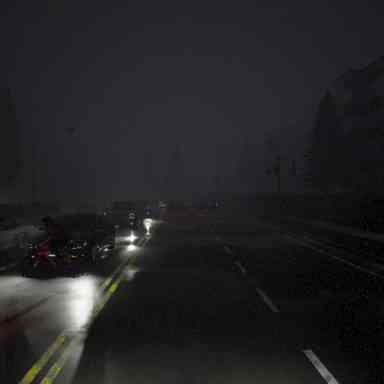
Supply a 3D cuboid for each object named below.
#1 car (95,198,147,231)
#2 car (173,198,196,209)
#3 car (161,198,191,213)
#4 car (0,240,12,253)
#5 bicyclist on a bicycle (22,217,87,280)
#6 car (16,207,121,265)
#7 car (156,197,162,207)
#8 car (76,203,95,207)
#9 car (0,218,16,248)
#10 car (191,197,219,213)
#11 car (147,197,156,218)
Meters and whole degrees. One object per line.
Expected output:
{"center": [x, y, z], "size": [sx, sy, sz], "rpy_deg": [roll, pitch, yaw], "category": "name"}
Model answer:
{"center": [-4.258, 1.352, 20.715], "size": [2.097, 1.767, 4.553], "rpy_deg": [0, 0, -2], "category": "car"}
{"center": [-1.098, 1.564, 47.529], "size": [1.994, 1.385, 4.181], "rpy_deg": [0, 0, -22], "category": "car"}
{"center": [-1.886, 1.490, 37.418], "size": [2.128, 1.511, 4.902], "rpy_deg": [0, 0, -10], "category": "car"}
{"center": [-3.597, 1.492, 2.376], "size": [2.128, 1.511, 4.902], "rpy_deg": [0, 0, -4], "category": "car"}
{"center": [-3.540, 1.454, 8.541], "size": [1.656, 1.620, 0.582], "rpy_deg": [-1, 0, -2], "category": "bicyclist on a bicycle"}
{"center": [-3.946, 1.505, 11.657], "size": [1.837, 1.490, 4.892], "rpy_deg": [0, 0, -2], "category": "car"}
{"center": [-4.854, 1.505, 47.238], "size": [1.837, 1.490, 4.892], "rpy_deg": [0, 0, -22], "category": "car"}
{"center": [-7.942, 1.564, 25.585], "size": [1.994, 1.385, 4.181], "rpy_deg": [0, 0, -2], "category": "car"}
{"center": [-7.445, 1.601, 11.588], "size": [1.895, 1.301, 4.718], "rpy_deg": [0, 0, -2], "category": "car"}
{"center": [1.555, 1.352, 37.753], "size": [2.097, 1.767, 4.553], "rpy_deg": [0, 0, -9], "category": "car"}
{"center": [-4.681, 1.352, 30.411], "size": [2.097, 1.767, 4.553], "rpy_deg": [0, 0, -4], "category": "car"}
